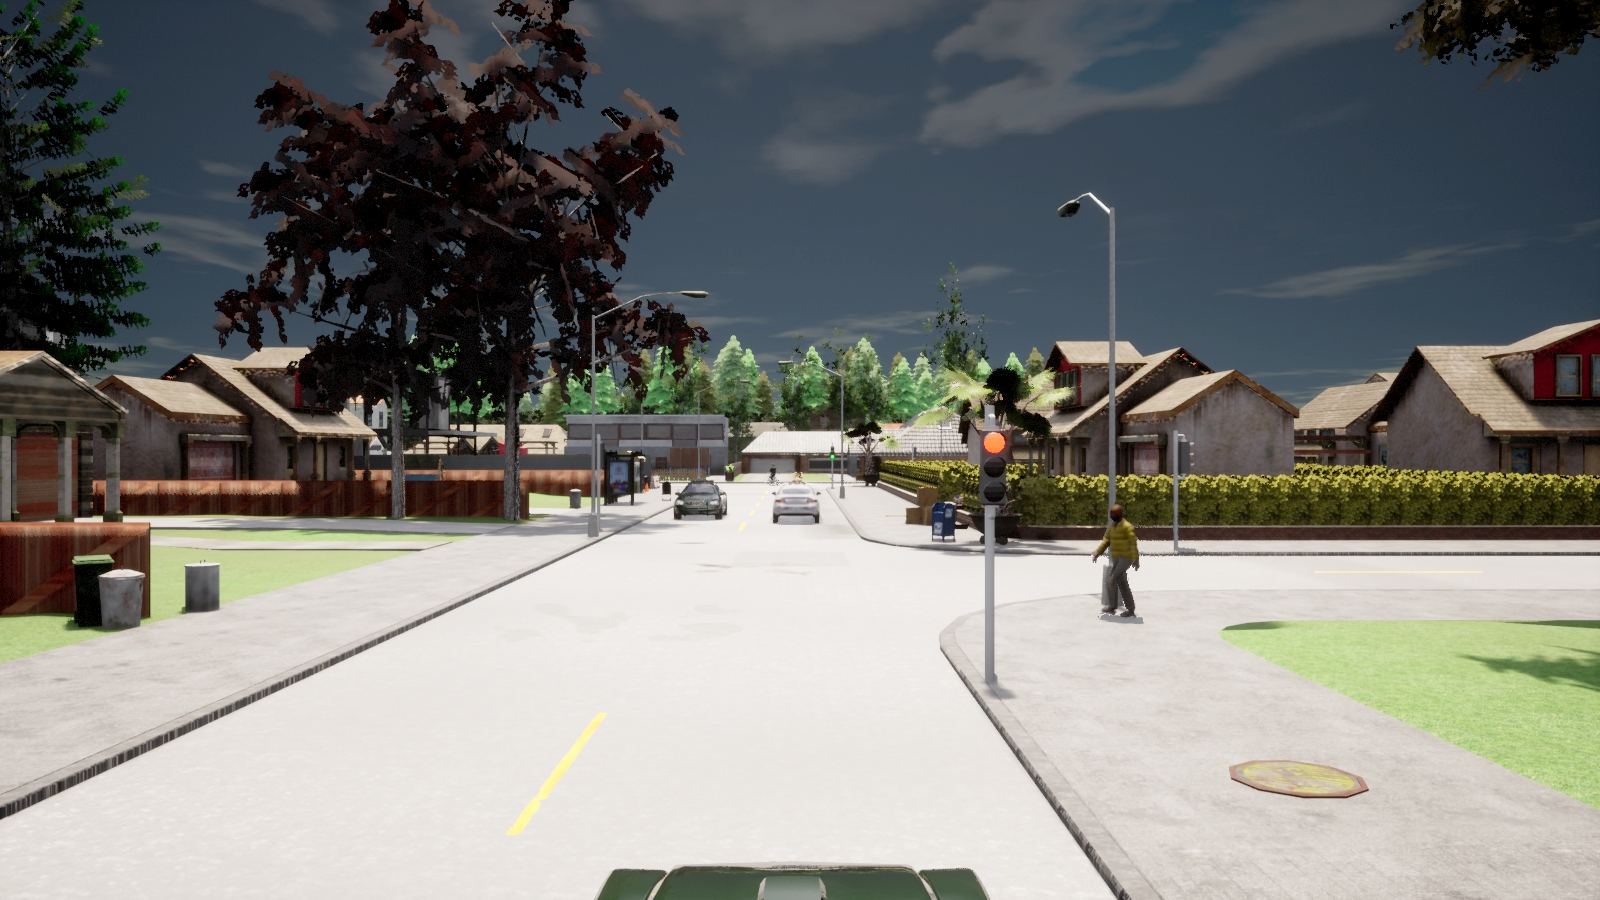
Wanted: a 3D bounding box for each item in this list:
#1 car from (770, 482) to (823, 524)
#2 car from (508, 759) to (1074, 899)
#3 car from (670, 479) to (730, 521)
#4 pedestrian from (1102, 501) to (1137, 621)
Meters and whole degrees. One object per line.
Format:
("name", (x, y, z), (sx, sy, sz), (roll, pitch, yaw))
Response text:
("car", (-0.143, 2.081, 45.669), (2.002, 1.442, 4.674), (0, 0, 0))
("car", (-0.028, 2.155, 3.193), (1.895, 1.301, 4.718), (0, 0, 0))
("car", (-4.107, 2.038, 47.608), (2.038, 1.542, 4.974), (0, 0, 0))
("pedestrian", (5.055, 1.743, 18.077), (0.375, 1.860, 0.375), (0, 0, -21))
